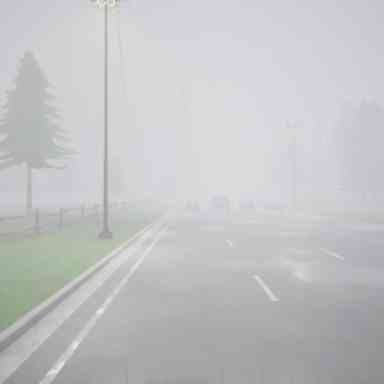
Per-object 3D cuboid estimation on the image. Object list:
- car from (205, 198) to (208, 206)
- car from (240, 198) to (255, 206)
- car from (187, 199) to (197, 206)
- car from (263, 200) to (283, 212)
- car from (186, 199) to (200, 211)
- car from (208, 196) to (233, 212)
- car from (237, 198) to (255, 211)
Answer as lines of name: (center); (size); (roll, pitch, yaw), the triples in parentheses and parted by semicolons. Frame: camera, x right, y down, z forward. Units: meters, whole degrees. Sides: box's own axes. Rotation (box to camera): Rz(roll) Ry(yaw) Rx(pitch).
car: (3.516, 1.891, 65.874); (1.837, 1.490, 4.892); (0, 0, 0)
car: (10.516, 1.867, 63.573); (2.128, 1.511, 4.902); (0, 0, 0)
car: (0.017, 1.992, 66.790); (1.895, 1.301, 4.718); (0, 0, 0)
car: (10.599, 1.780, 43.466); (1.812, 1.442, 4.674); (0, 0, 0)
car: (0.109, 1.836, 46.149); (1.994, 1.385, 4.181); (0, 0, 0)
car: (3.609, 1.474, 43.202); (2.150, 2.045, 5.566); (0, -1, 0)
car: (7.107, 1.760, 43.793); (1.837, 1.490, 4.892); (0, -1, 0)
